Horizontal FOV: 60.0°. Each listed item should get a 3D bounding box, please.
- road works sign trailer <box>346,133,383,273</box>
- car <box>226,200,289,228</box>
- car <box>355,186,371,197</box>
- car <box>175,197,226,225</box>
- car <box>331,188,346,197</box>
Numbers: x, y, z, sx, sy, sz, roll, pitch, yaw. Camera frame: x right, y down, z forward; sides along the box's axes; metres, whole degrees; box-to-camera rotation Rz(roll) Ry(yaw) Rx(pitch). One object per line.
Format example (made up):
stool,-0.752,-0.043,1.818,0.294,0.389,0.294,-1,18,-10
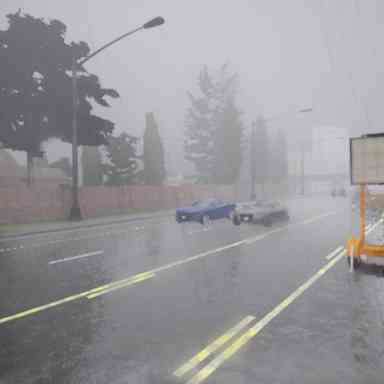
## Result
road works sign trailer,5.564,0.194,8.838,2.380,3.560,2.880,0,1,35
car,3.954,1.143,18.859,1.994,1.385,4.181,0,1,35
car,27.384,-0.155,53.268,2.097,1.767,4.553,0,1,30
car,0.965,1.082,20.696,1.882,1.535,5.008,0,1,35
car,23.899,0.023,54.212,2.128,1.511,4.902,0,1,30
